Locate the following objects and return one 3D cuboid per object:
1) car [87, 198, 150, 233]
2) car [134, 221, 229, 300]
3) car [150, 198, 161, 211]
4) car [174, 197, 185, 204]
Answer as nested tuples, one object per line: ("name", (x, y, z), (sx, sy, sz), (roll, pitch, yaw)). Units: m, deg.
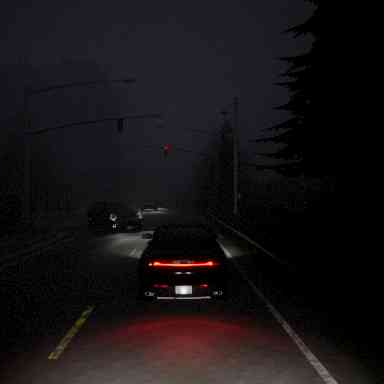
("car", (-4.658, 1.350, 19.876), (2.097, 1.767, 4.553), (-1, 1, -35))
("car", (-0.226, 1.505, 8.380), (1.837, 1.490, 4.892), (0, 0, -2))
("car", (-5.175, 1.526, 40.688), (1.812, 1.442, 4.674), (0, 0, -3))
("car", (-2.329, 1.564, 61.330), (1.994, 1.385, 4.181), (0, 0, -2))
